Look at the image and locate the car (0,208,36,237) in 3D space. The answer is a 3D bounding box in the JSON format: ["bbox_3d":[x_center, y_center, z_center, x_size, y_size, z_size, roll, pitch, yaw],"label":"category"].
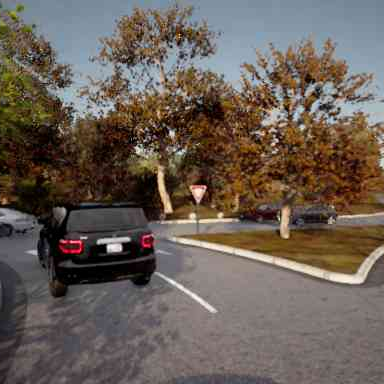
[{"bbox_3d":[-10.681,1.568,17.525,4.674,1.442,1.812,0,0,-1],"label":"car"}]

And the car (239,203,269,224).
[{"bbox_3d":[5.953,1.578,25.897,5.008,1.535,1.882,1,0,-27],"label":"car"}]

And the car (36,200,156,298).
[{"bbox_3d":[-2.783,1.232,8.948,2.150,2.045,5.566,0,0,-28],"label":"car"}]

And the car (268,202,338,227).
[{"bbox_3d":[8.029,1.607,23.321,4.892,1.490,1.837,1,0,-27],"label":"car"}]
